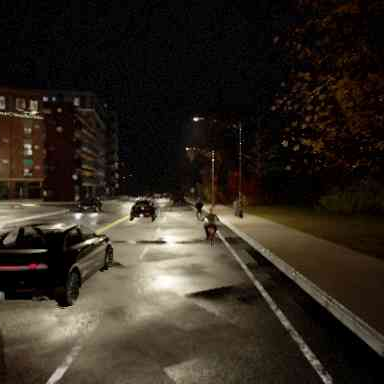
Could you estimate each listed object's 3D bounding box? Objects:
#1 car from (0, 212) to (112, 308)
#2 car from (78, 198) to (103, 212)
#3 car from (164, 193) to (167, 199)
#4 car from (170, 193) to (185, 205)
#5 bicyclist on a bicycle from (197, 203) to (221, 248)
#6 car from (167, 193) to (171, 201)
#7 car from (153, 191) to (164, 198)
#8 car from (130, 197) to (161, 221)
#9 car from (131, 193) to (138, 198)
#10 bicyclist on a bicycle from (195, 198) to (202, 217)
[{"bbox_3d":[-3.224,1.466,7.840,2.128,1.511,4.902,0,0,-1],"label":"car"},{"bbox_3d":[-10.716,1.385,35.400,1.837,1.490,4.892,0,0,-5],"label":"car"},{"bbox_3d":[-6.595,1.136,94.750,2.033,1.411,5.357,0,0,-8],"label":"car"},{"bbox_3d":[-2.135,1.263,54.623,1.882,1.535,5.008,0,0,-5],"label":"car"},{"bbox_3d":[0.759,1.386,13.539,0.866,1.612,1.509,0,0,-1],"label":"bicyclist on a bicycle"},{"bbox_3d":[-3.783,1.067,71.630,2.097,1.767,4.553,0,0,-6],"label":"car"},{"bbox_3d":[-9.821,0.830,94.346,2.150,2.045,5.566,0,0,-8],"label":"car"},{"bbox_3d":[-3.695,1.410,26.121,1.837,1.490,4.892,0,0,-2],"label":"car"},{"bbox_3d":[-16.367,1.095,94.227,1.882,1.535,5.008,0,0,-8],"label":"car"},{"bbox_3d":[0.476,1.284,22.827,0.659,1.776,1.843,0,0,-2],"label":"bicyclist on a bicycle"}]
